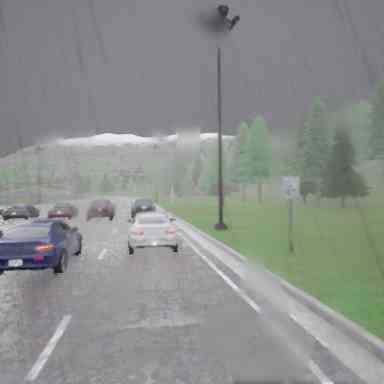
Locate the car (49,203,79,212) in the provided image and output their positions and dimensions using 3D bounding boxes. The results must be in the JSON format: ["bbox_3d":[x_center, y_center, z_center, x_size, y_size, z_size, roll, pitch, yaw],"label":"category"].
[{"bbox_3d":[-11.410,1.673,29.724,1.994,1.385,4.181,-1,0,-9],"label":"car"}]

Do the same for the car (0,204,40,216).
[{"bbox_3d":[-14.891,1.717,29.319,1.994,1.385,4.181,-1,0,-9],"label":"car"}]

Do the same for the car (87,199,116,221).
[{"bbox_3d":[-7.680,1.417,28.588,2.097,1.767,4.553,-1,0,-9],"label":"car"}]

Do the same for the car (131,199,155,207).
[{"bbox_3d":[-4.383,1.374,30.133,2.097,1.767,4.553,-1,0,-9],"label":"car"}]

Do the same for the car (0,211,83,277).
[{"bbox_3d":[-4.679,1.572,10.421,1.812,1.442,4.674,-1,0,-9],"label":"car"}]

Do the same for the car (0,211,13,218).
[{"bbox_3d":[-8.364,1.639,11.485,2.033,1.411,5.357,-1,0,-10],"label":"car"}]

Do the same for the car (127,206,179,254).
[{"bbox_3d":[-1.642,1.531,13.600,1.812,1.442,4.674,-1,0,-9],"label":"car"}]
